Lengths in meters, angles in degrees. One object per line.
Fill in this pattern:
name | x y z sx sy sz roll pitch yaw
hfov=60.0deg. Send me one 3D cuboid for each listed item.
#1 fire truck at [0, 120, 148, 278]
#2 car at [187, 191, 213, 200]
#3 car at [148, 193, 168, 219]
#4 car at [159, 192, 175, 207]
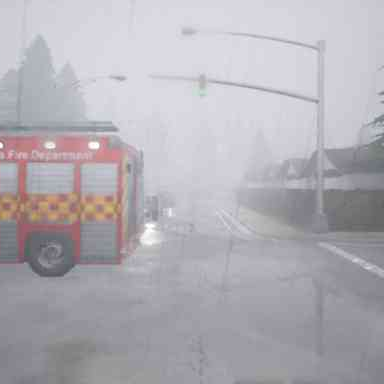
fire truck | -5.710 0.107 9.094 8.468 3.827 2.891 1 1 0
car | 1.427 0.594 55.918 4.902 1.511 2.128 -1 1 -40
car | -3.250 1.108 24.314 2.128 1.511 4.902 0 1 1
car | -3.039 0.762 37.346 2.097 1.767 4.553 0 1 1
